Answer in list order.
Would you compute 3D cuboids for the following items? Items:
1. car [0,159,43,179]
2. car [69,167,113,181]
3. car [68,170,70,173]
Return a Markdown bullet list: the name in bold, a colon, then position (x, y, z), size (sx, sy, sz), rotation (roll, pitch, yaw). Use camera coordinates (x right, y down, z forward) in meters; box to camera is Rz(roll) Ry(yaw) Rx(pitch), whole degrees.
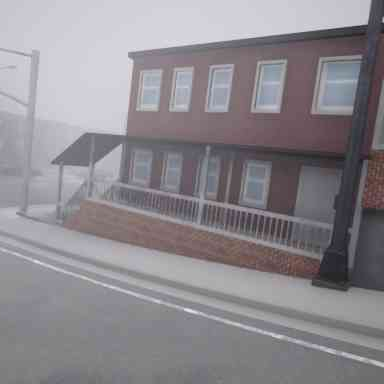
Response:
- **car**: position (-17.437, -2.142, 32.492), size (2.033, 1.411, 5.357), rotation (11, 6, 37)
- **car**: position (-11.799, -2.179, 40.299), size (1.837, 1.490, 4.892), rotation (11, 6, 35)
- **car**: position (-13.471, -2.668, 43.915), size (2.033, 1.411, 5.357), rotation (11, 6, 35)
